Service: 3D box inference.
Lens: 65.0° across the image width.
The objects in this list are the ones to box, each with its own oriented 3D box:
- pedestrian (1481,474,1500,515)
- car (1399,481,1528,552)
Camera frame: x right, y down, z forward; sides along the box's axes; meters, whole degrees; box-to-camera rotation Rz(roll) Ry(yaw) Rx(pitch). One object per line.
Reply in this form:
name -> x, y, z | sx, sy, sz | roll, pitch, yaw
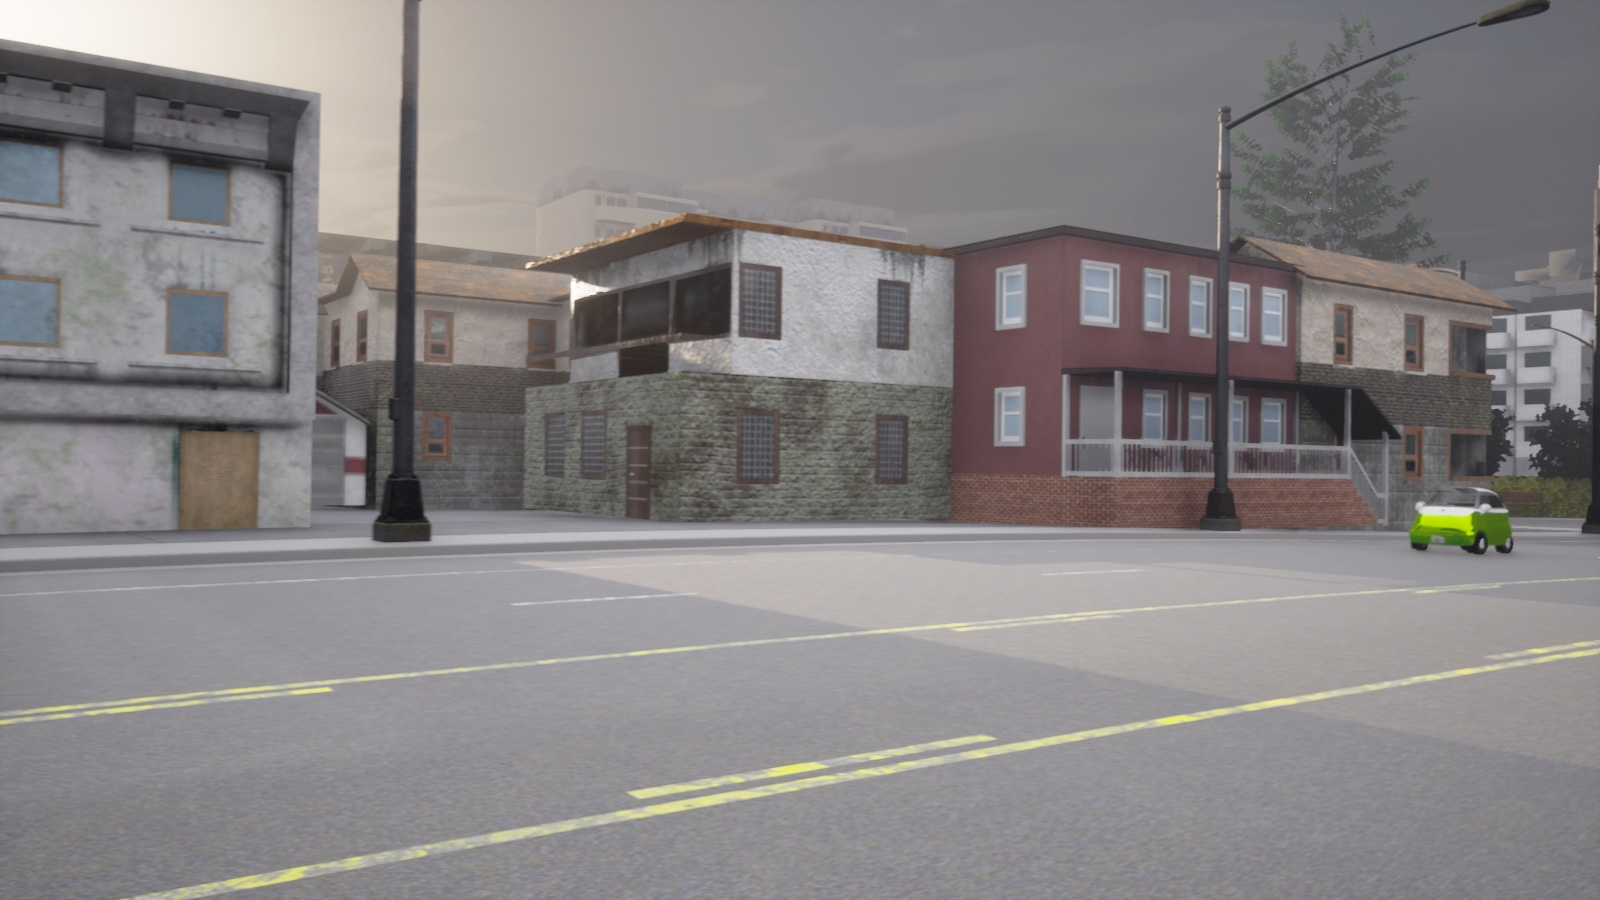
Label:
pedestrian -> 32.729, 2.125, 59.520 | 0.692, 1.930, 0.395 | 0, -1, 13
car -> 13.744, 1.380, 26.001 | 2.207, 1.376, 1.481 | 3, -2, -35
